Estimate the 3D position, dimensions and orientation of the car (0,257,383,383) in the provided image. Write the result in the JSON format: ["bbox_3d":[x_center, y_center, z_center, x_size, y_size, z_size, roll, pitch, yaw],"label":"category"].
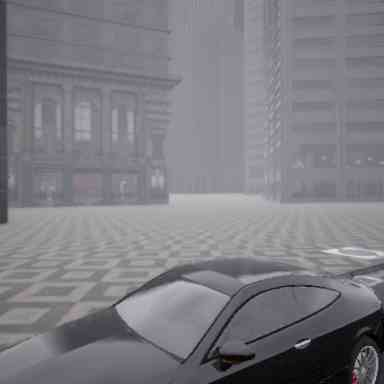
[{"bbox_3d":[0.268,1.520,3.514,4.674,1.442,1.812,0,0,-35],"label":"car"}]
